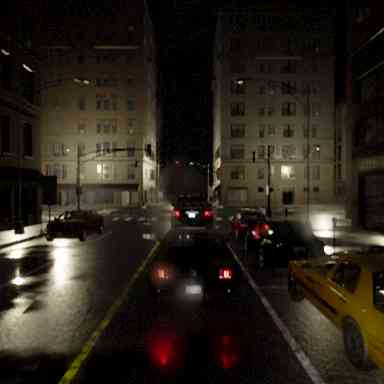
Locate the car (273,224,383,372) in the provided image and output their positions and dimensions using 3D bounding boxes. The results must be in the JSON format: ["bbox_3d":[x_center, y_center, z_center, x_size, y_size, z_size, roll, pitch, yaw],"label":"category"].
[{"bbox_3d":[2.864,1.526,5.481,1.752,1.417,4.829,-1,0,0],"label":"car"}]

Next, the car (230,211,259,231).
[{"bbox_3d":[2.866,1.583,16.483,1.802,1.307,4.206,-1,0,0],"label":"car"}]

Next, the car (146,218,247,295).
[{"bbox_3d":[0.045,1.602,8.651,1.895,1.301,4.718,0,0,0],"label":"car"}]

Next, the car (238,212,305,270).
[{"bbox_3d":[2.865,1.567,10.897,1.947,1.339,4.313,-1,0,0],"label":"car"}]

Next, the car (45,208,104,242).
[{"bbox_3d":[-5.680,1.546,16.481,1.887,1.381,4.507,-1,0,0],"label":"car"}]

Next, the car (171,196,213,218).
[{"bbox_3d":[-0.004,1.223,18.643,2.150,2.045,5.566,0,0,0],"label":"car"}]
